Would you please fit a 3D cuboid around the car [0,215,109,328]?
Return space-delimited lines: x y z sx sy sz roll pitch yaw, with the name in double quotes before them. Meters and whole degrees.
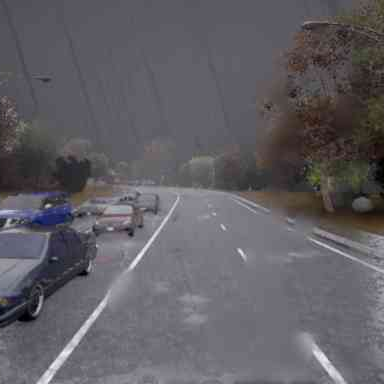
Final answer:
"car" -3.601 1.507 7.439 2.033 1.411 5.357 0 1 0

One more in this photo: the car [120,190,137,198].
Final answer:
"car" -7.037 0.452 38.413 1.994 1.385 4.181 0 3 0

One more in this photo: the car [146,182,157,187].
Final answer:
"car" -11.496 -2.082 90.979 1.837 1.490 4.892 0 3 -40

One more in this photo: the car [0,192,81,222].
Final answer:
"car" -7.098 1.052 14.763 2.150 2.045 5.566 0 1 1

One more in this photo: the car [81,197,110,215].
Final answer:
"car" -7.078 1.101 25.075 1.895 1.301 4.718 0 2 0

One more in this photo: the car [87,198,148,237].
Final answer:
"car" -3.591 1.302 16.970 1.812 1.442 4.674 0 2 0

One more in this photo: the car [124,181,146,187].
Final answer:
"car" -15.501 -2.178 90.246 1.837 1.490 4.892 0 3 -45

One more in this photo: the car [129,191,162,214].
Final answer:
"car" -3.567 0.918 27.141 1.837 1.490 4.892 0 3 0
